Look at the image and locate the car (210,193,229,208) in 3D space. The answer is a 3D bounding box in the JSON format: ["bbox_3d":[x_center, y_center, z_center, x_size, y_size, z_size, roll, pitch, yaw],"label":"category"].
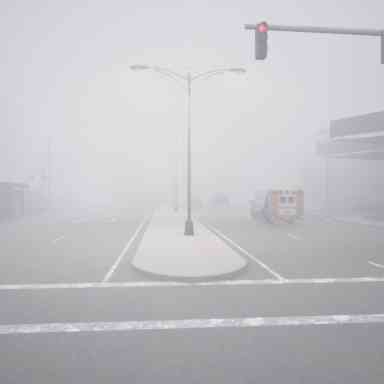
[{"bbox_3d":[4.103,1.221,49.523,2.150,2.045,5.566,0,0,-5],"label":"car"}]

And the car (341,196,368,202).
[{"bbox_3d":[35.377,1.540,72.411,5.357,1.411,2.033,0,0,-3],"label":"car"}]

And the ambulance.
[{"bbox_3d":[6.131,1.031,25.248,2.351,2.431,6.366,0,0,-5],"label":"ambulance"}]

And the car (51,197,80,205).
[{"bbox_3d":[-21.598,1.526,57.028,4.674,1.442,1.812,0,0,-5],"label":"car"}]

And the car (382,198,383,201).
[{"bbox_3d":[45.771,1.524,75.332,4.674,1.442,1.812,0,0,8],"label":"car"}]

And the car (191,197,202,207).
[{"bbox_3d":[0.417,1.478,51.192,1.882,1.535,5.008,0,0,-4],"label":"car"}]
